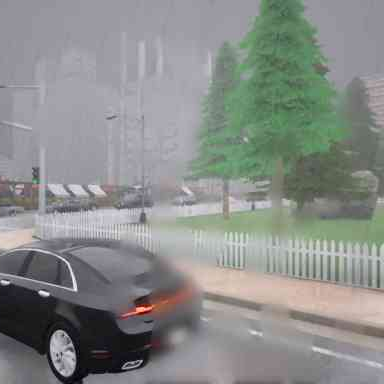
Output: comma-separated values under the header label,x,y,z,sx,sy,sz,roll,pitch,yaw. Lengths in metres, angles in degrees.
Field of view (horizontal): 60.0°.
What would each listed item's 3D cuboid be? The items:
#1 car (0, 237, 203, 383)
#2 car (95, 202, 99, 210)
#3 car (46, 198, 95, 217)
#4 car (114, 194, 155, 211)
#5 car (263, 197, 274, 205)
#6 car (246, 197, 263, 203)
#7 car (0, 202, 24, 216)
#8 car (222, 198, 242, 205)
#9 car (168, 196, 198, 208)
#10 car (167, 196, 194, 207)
label,x,y,z,sx,sy,sz,roll,pitch,yaw
car,-2.121,1.505,5.440,4.892,1.490,1.837,0,0,36
car,-12.835,1.478,37.538,1.882,1.535,5.008,0,0,34
car,-12.276,1.491,32.092,2.128,1.511,4.902,0,0,34
car,-6.804,1.221,40.240,2.150,2.045,5.566,0,0,34
car,14.987,1.564,59.794,1.994,1.385,4.181,0,0,34
car,11.889,1.221,61.459,2.150,2.045,5.566,0,0,34
car,-17.970,1.601,30.006,1.895,1.301,4.718,0,0,36
car,6.403,1.526,53.270,1.812,1.442,4.674,0,0,34
car,-1.101,1.352,48.703,2.097,1.767,4.553,0,0,34
car,-1.834,1.505,53.865,1.837,1.490,4.892,0,0,34
